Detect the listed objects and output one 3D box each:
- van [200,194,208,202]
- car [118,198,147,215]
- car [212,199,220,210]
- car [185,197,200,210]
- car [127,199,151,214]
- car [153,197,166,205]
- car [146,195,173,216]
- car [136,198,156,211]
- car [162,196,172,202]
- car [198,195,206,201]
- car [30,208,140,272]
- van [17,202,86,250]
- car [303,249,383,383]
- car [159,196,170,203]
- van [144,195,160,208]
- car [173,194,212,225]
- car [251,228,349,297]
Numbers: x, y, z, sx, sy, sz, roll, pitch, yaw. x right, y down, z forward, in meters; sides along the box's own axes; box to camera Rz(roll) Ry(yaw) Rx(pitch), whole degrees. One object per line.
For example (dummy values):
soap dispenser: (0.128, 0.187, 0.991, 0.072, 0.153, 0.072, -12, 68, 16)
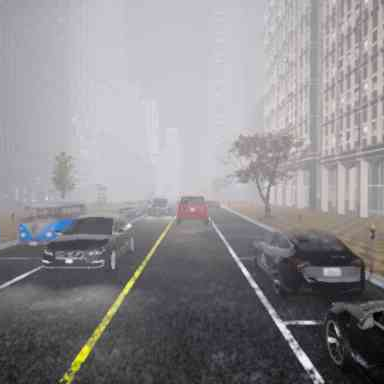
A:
van: (2.644, 1.369, 75.935, 1.690, 1.788, 3.998, -1, 0, 0)
car: (-5.713, 1.546, 30.930, 2.008, 1.369, 4.403, -1, 0, 0)
car: (2.663, 1.581, 42.185, 1.802, 1.307, 4.206, -1, 0, 0)
car: (0.071, 1.507, 43.818, 1.837, 1.490, 4.892, 0, 1, 0)
car: (-5.716, 1.522, 36.386, 1.752, 1.417, 4.829, -1, 0, 0)
car: (-5.725, 1.556, 59.055, 1.887, 1.381, 4.507, -1, 0, 0)
car: (-3.053, 1.346, 32.472, 2.097, 1.767, 4.553, 0, 0, 0)
car: (-5.718, 1.544, 42.181, 1.887, 1.381, 4.507, -1, 0, 0)
car: (-5.732, 1.580, 75.931, 2.008, 1.369, 4.403, -1, 0, 0)
car: (2.641, 1.483, 87.185, 1.967, 1.590, 4.097, -1, 0, 0)
car: (-3.093, 1.500, 10.832, 1.837, 1.490, 4.892, 0, 0, 0)
van: (-5.709, 1.336, 14.055, 1.690, 1.788, 3.998, -1, 0, 0)
car: (2.679, 1.564, 2.809, 1.947, 1.339, 4.313, -1, 0, 0)
car: (-5.729, 1.573, 70.306, 2.008, 1.369, 4.403, -1, 0, 0)
van: (-5.724, 1.344, 47.805, 1.690, 1.788, 3.998, -1, 0, 0)
car: (0.054, 1.217, 23.865, 2.150, 2.045, 5.566, 0, 0, 0)
car: (2.677, 1.561, 8.434, 1.947, 1.339, 4.313, -1, 0, 0)
